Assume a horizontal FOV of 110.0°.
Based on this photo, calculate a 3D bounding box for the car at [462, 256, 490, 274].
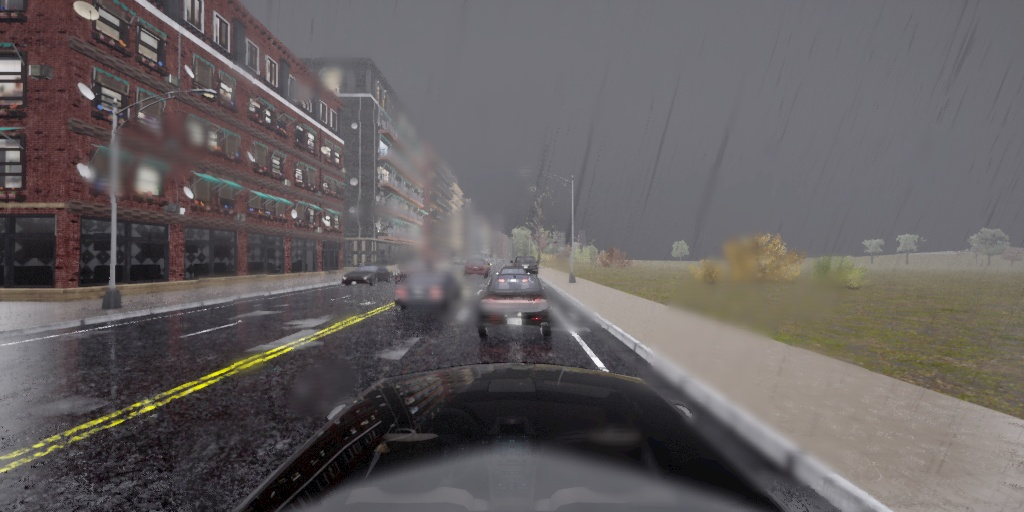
[{"bbox_3d":[-3.228,1.102,34.800,2.097,1.767,4.553,0,0,0],"label":"car"}]

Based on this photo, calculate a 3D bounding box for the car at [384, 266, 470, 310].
[{"bbox_3d":[-3.179,1.298,14.669,2.033,1.411,5.357,0,0,0],"label":"car"}]

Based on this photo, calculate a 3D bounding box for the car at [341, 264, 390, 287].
[{"bbox_3d":[-9.905,1.299,25.132,2.033,1.411,5.357,0,0,0],"label":"car"}]

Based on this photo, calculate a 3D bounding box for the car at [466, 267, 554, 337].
[{"bbox_3d":[0.081,1.242,10.318,2.128,1.511,4.902,0,0,0],"label":"car"}]

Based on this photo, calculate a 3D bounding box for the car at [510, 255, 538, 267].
[{"bbox_3d":[1.069,0.976,30.970,2.150,2.045,5.566,0,0,0],"label":"car"}]

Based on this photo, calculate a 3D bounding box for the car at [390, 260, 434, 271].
[{"bbox_3d":[-6.656,1.103,25.299,2.097,1.767,4.553,0,0,0],"label":"car"}]

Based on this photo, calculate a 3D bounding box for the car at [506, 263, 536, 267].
[{"bbox_3d":[0.060,1.299,20.758,2.033,1.411,5.357,0,0,0],"label":"car"}]
